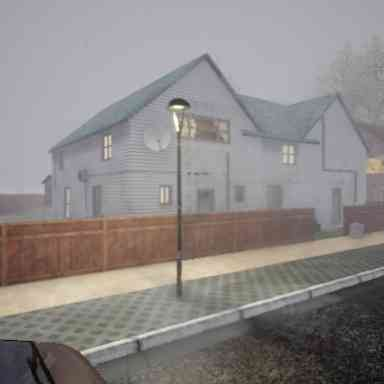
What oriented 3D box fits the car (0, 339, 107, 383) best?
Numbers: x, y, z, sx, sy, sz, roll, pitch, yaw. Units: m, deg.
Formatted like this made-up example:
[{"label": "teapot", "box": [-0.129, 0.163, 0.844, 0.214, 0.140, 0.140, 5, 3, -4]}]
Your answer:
[{"label": "car", "box": [-2.337, 1.568, 1.398, 4.181, 1.385, 1.994, 0, 0, -35]}]
